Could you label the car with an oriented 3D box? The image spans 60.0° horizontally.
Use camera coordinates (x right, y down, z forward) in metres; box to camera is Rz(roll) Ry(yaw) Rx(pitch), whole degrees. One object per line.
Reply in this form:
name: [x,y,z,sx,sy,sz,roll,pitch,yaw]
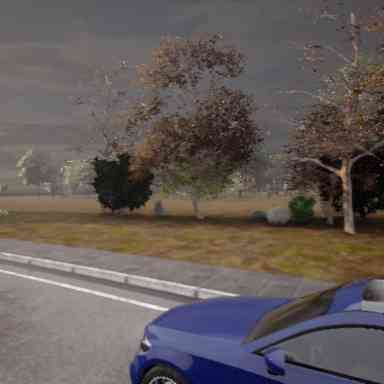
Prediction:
car: [1.563,1.518,2.758,4.674,1.442,1.812,0,0,36]
